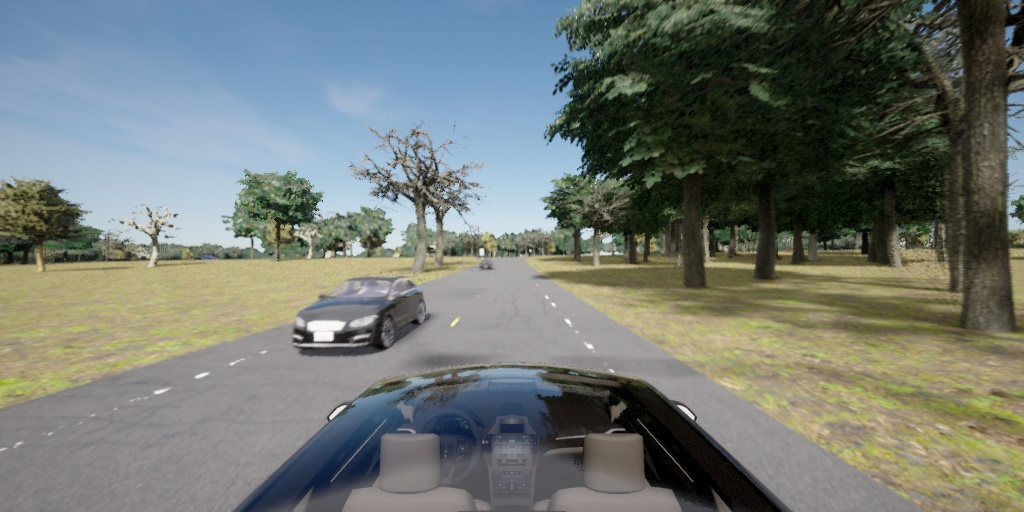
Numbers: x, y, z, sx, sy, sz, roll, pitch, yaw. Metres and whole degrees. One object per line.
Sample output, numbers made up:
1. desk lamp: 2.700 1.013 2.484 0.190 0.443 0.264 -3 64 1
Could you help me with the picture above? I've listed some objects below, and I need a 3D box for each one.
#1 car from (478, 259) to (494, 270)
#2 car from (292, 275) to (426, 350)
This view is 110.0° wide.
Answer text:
1. car: -3.579 1.204 50.452 1.837 1.490 4.892 0 1 0
2. car: -3.599 1.284 9.311 2.128 1.511 4.902 0 0 0
